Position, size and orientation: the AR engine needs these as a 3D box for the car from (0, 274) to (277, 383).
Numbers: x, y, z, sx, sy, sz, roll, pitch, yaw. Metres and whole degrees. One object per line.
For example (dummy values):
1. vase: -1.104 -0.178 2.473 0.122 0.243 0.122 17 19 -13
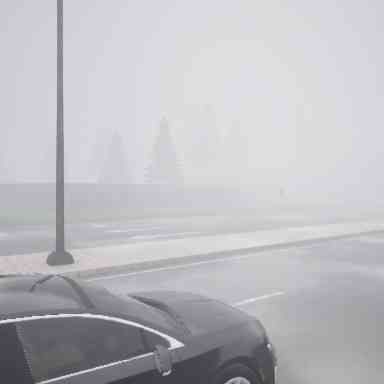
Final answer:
1. car: -1.364 1.505 2.782 4.892 1.490 1.837 0 0 -35
